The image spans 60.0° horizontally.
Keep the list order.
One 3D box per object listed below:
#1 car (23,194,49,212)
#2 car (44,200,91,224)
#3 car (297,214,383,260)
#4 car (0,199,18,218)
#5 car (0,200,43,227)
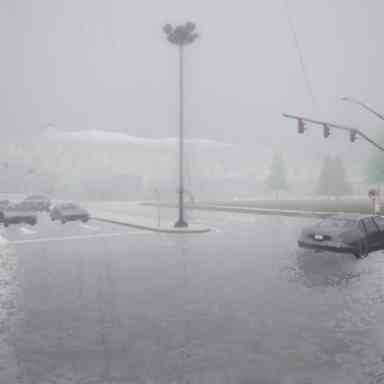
[{"bbox_3d":[-16.865,1.219,35.906,2.150,2.045,5.566,0,0,-34],"label":"car"},{"bbox_3d":[-9.287,1.544,25.054,2.033,1.411,5.357,0,0,-35],"label":"car"},{"bbox_3d":[6.250,1.542,12.504,5.357,1.411,2.033,0,0,-36],"label":"car"},{"bbox_3d":[-18.043,1.488,31.464,2.128,1.511,4.902,0,0,-35],"label":"car"},{"bbox_3d":[-12.127,1.545,23.008,2.033,1.411,5.357,0,0,-35],"label":"car"}]
